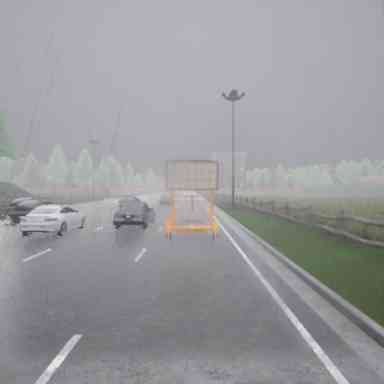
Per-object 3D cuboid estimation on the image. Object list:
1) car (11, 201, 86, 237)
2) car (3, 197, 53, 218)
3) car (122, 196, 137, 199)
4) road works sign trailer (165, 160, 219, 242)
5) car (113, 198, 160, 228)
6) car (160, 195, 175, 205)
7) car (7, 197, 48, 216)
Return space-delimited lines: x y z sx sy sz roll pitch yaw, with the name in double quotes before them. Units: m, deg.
"car" -6.891 1.362 16.832 1.812 1.442 4.674 0 1 0
"car" -13.886 1.229 28.542 1.837 1.490 4.892 0 1 0
"car" -6.885 1.188 37.154 2.033 1.411 5.357 0 1 0
"road works sign trailer" 0.007 0.315 15.329 2.380 3.560 2.880 0 1 0
"car" -3.392 1.351 20.233 2.033 1.411 5.357 0 1 0
"car" -3.408 1.116 46.239 1.994 1.385 4.181 0 0 0
"car" -10.389 1.285 22.667 1.837 1.490 4.892 0 1 0
